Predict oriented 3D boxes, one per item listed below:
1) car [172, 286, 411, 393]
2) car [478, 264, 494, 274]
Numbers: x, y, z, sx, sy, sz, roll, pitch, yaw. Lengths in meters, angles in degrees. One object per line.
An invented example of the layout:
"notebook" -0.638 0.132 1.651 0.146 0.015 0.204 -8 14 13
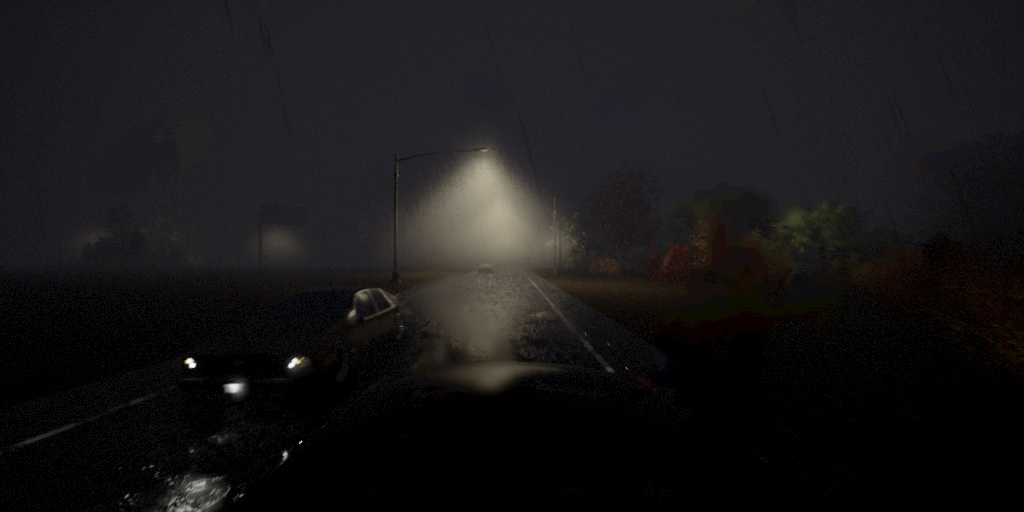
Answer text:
"car" -3.597 1.350 7.311 2.033 1.411 5.357 0 -1 0
"car" -3.550 1.763 49.078 1.895 1.301 4.718 0 0 0
